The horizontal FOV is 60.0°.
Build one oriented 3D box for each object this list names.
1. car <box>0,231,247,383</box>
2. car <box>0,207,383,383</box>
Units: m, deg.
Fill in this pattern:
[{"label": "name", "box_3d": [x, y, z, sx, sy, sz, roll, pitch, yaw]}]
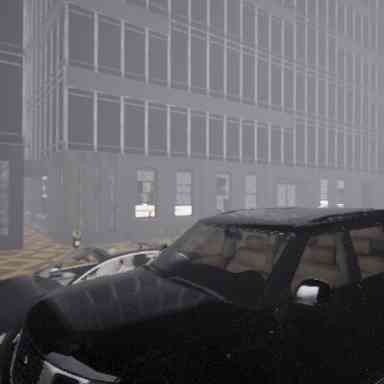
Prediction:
[{"label": "car", "box_3d": [-1.375, 1.564, 5.577, 4.403, 1.369, 2.008, 0, 0, -35]}, {"label": "car", "box_3d": [0.957, 1.241, 3.934, 5.566, 2.045, 2.150, 0, 0, -35]}]
